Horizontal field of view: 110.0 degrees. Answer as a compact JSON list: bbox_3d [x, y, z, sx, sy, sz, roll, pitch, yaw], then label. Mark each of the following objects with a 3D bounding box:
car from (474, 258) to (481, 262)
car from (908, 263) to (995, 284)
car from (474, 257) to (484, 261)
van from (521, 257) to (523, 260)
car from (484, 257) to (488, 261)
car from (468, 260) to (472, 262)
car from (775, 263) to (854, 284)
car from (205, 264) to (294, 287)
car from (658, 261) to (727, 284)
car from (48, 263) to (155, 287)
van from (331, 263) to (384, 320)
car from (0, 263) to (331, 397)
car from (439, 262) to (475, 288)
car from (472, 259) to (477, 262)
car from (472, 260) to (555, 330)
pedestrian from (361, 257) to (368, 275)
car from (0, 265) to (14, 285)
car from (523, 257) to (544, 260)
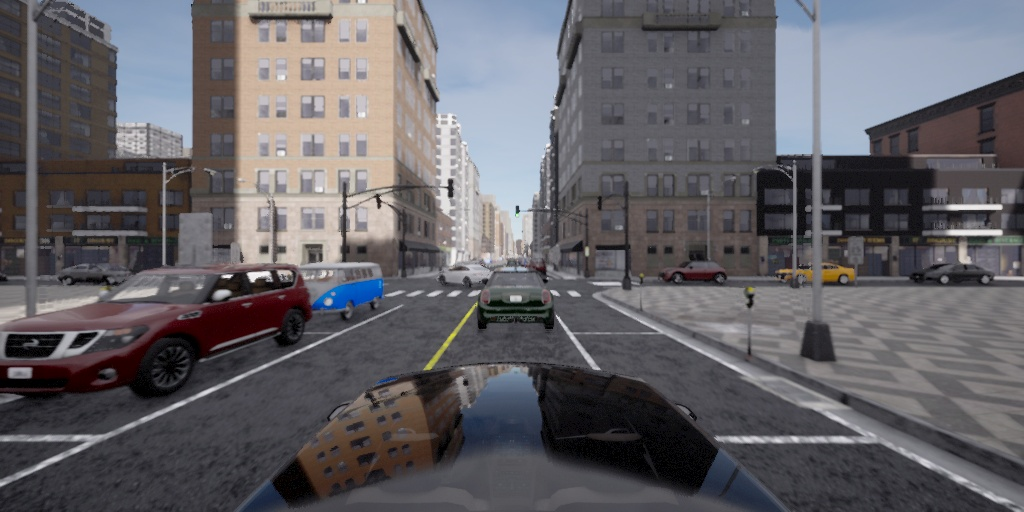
[{"bbox_3d":[-5.858,1.330,50.581,1.751,1.417,4.829,0,0,0],"label":"car"},{"bbox_3d":[32.597,1.300,26.660,4.892,1.490,1.837,0,0,1],"label":"car"},{"bbox_3d":[-5.859,1.331,56.236,1.751,1.417,4.829,0,0,0],"label":"car"},{"bbox_3d":[2.667,1.147,56.384,1.690,1.789,3.998,0,0,0],"label":"van"},{"bbox_3d":[-5.859,1.121,62.062,2.192,1.841,5.009,0,0,0],"label":"car"},{"bbox_3d":[-5.858,1.326,39.271,1.751,1.417,4.829,0,0,0],"label":"car"},{"bbox_3d":[22.526,1.266,26.821,5.008,1.535,1.882,0,0,1],"label":"car"},{"bbox_3d":[-17.630,1.301,24.231,4.674,1.442,1.812,0,0,1],"label":"car"},{"bbox_3d":[13.458,1.136,26.966,4.553,1.767,2.097,0,0,1],"label":"car"},{"bbox_3d":[-27.753,1.268,24.388,4.902,1.511,2.128,0,0,1],"label":"car"},{"bbox_3d":[-5.858,1.120,12.423,1.690,1.789,3.998,0,0,0],"label":"van"},{"bbox_3d":[-5.858,1.080,6.782,2.192,1.841,5.009,0,0,0],"label":"car"},{"bbox_3d":[-3.066,1.299,24.042,1.812,1.442,4.674,1,-1,-43],"label":"car"},{"bbox_3d":[-5.858,1.368,45.096,1.948,1.339,4.313,0,0,0],"label":"car"},{"bbox_3d":[0.100,1.130,11.420,2.097,1.767,4.553,0,0,0],"label":"car"},{"bbox_3d":[-12.552,0.932,30.392,0.375,1.860,0.375,0,0,1],"label":"pedestrian"},{"bbox_3d":[-38.154,1.323,24.556,5.357,1.411,2.033,0,0,1],"label":"car"},{"bbox_3d":[2.668,1.115,39.414,2.192,1.841,5.009,0,0,0],"label":"car"}]
